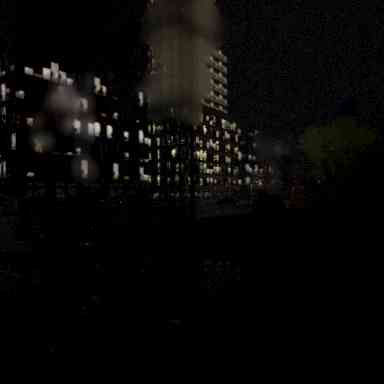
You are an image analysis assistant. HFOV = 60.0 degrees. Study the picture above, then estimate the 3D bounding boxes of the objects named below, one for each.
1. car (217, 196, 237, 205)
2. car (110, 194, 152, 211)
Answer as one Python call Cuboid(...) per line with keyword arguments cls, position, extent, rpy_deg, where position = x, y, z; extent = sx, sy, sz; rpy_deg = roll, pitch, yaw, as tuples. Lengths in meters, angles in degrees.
Cuboid(cls="car", position=(6.082, 1.528, 57.471), extent=(1.837, 1.490, 4.892), rpy_deg=(-1, -1, 37))
Cuboid(cls="car", position=(-7.236, 1.211, 39.975), extent=(2.150, 2.045, 5.566), rpy_deg=(-1, 0, 37))
